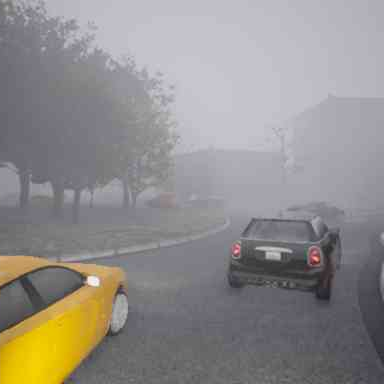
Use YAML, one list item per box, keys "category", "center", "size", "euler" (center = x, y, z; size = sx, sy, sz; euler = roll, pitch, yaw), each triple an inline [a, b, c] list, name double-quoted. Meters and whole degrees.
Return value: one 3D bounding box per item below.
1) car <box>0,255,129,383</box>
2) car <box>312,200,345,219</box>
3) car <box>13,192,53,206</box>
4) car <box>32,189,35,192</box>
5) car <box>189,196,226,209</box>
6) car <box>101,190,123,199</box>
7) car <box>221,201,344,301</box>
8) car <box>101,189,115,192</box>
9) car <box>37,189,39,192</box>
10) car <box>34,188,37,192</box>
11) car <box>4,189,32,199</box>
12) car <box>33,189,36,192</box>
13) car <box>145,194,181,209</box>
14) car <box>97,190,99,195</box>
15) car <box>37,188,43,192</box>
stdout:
- category: "car"
  center: [-2.237, 1.439, 3.613]
  size: [1.882, 1.535, 5.008]
  euler: [0, 1, 8]
- category: "car"
  center: [8.287, 1.339, 22.205]
  size: [4.892, 1.490, 1.837]
  euler: [0, -1, -37]
- category: "car"
  center: [-21.268, 1.139, 45.642]
  size: [5.008, 1.535, 1.882]
  euler: [0, 0, -15]
- category: "car"
  center: [-37.818, 0.751, 72.754]
  size: [5.008, 1.535, 2.097]
  euler: [0, 1, -18]
- category: "car"
  center: [1.778, 1.187, 39.398]
  size: [1.882, 1.535, 5.008]
  euler: [0, -1, -43]
- category: "car"
  center: [-17.263, 0.819, 74.716]
  size: [4.792, 1.488, 2.163]
  euler: [0, 1, -18]
- category: "car"
  center: [2.577, 1.278, 8.532]
  size: [2.097, 1.767, 4.553]
  euler: [0, 0, 27]
- category: "car"
  center: [-18.911, 0.586, 79.893]
  size: [4.553, 1.767, 2.185]
  euler: [0, 1, -18]
- category: "car"
  center: [-40.422, 0.609, 80.608]
  size: [4.892, 1.521, 2.231]
  euler: [0, 1, -18]
- category: "car"
  center: [-39.517, 0.532, 77.996]
  size: [4.553, 1.767, 2.185]
  euler: [0, 1, -18]
- category: "car"
  center: [-36.913, 0.668, 70.142]
  size: [4.553, 1.767, 2.185]
  euler: [0, 1, -18]
- category: "car"
  center: [-38.677, 0.744, 75.373]
  size: [4.674, 1.452, 2.002]
  euler: [0, 1, -18]
- category: "car"
  center: [-3.507, 1.061, 39.601]
  size: [4.553, 1.767, 2.097]
  euler: [0, 0, 38]
- category: "car"
  center: [-22.476, 0.503, 90.562]
  size: [5.008, 1.535, 2.097]
  euler: [0, 1, -18]
- category: "car"
  center: [-42.176, 0.250, 85.829]
  size: [5.566, 2.045, 2.435]
  euler: [0, 1, -18]
